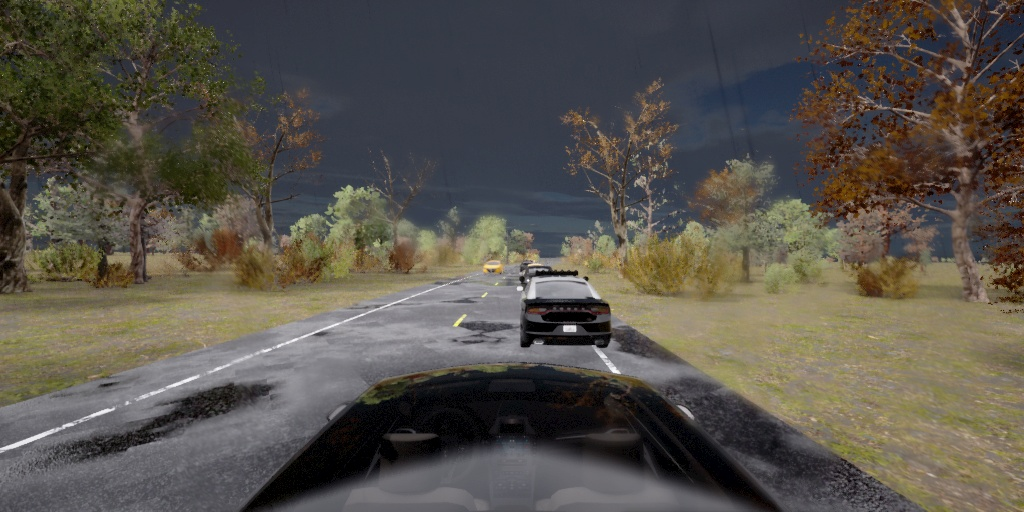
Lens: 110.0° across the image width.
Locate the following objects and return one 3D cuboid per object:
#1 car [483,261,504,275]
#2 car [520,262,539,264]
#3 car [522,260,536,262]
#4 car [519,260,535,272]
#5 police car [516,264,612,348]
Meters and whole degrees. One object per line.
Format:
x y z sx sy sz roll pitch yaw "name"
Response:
-1.999 1.274 39.940 1.882 1.535 5.008 0 0 4 "car"
1.427 1.263 19.229 1.837 1.490 4.892 0 0 2 "car"
1.679 1.218 25.387 1.801 1.575 5.366 0 0 3 "car"
2.097 1.331 47.880 1.837 1.490 4.892 0 0 5 "car"
1.150 1.177 9.387 1.930 1.638 5.238 0 0 1 "police car"
